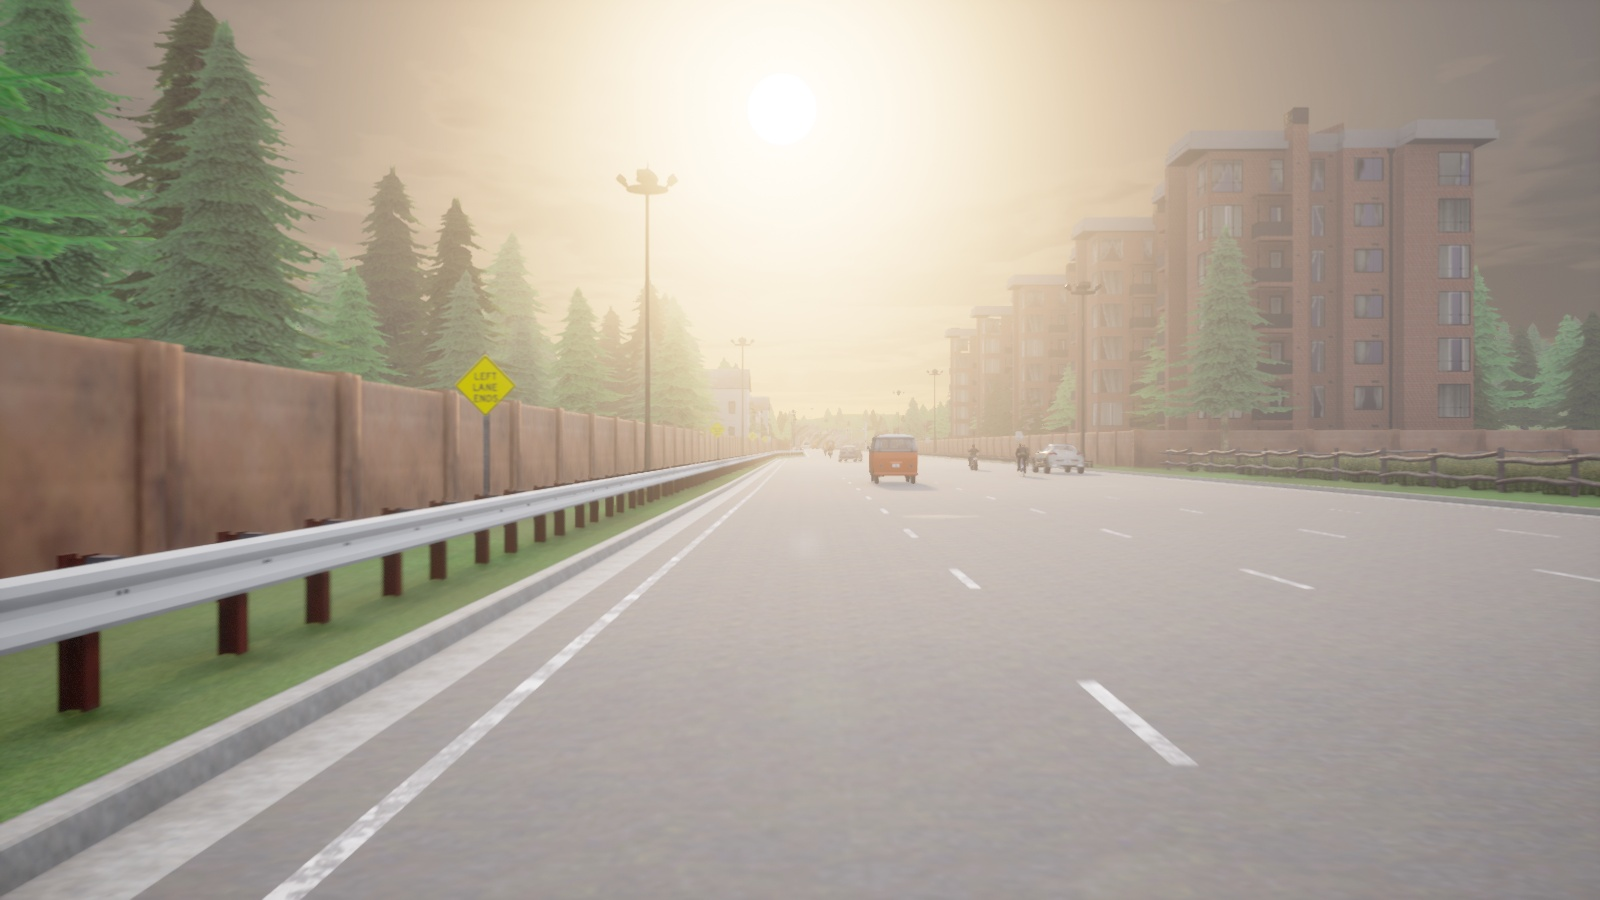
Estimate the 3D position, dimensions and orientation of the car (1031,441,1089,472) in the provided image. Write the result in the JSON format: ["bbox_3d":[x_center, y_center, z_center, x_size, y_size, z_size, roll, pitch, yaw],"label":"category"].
[{"bbox_3d":[14.264,0.328,69.212,2.152,1.651,5.027,0,0,0],"label":"car"}]

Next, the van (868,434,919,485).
[{"bbox_3d":[3.765,0.349,51.207,1.775,1.987,4.442,0,0,0],"label":"van"}]
